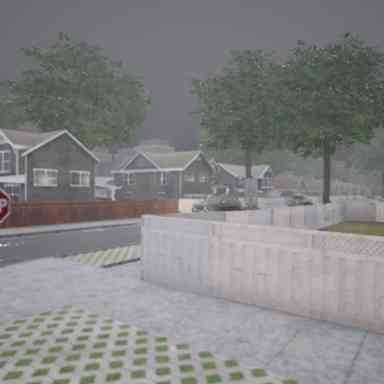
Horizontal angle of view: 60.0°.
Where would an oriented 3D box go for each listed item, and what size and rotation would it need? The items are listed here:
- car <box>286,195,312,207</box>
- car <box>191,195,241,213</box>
[{"bbox_3d":[14.869,1.411,45.960,2.150,2.045,5.566,0,0,36],"label":"car"},{"bbox_3d":[2.184,1.286,28.310,2.150,2.045,5.566,0,0,35],"label":"car"}]
